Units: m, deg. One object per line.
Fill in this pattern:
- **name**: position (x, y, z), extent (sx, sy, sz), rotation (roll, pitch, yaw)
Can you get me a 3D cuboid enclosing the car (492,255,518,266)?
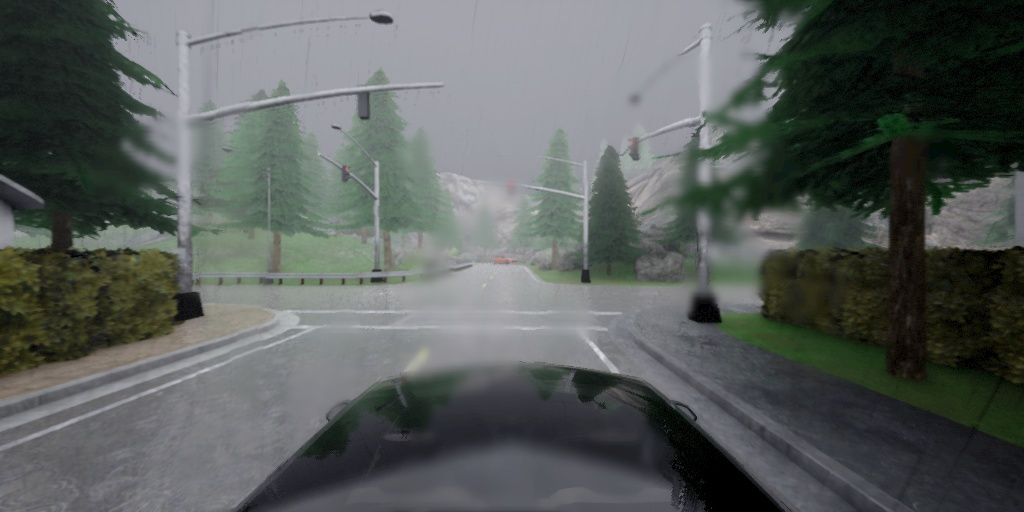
- **car**: position (-1.100, 0.589, 58.403), extent (4.553, 1.767, 2.097), rotation (0, 0, 45)
